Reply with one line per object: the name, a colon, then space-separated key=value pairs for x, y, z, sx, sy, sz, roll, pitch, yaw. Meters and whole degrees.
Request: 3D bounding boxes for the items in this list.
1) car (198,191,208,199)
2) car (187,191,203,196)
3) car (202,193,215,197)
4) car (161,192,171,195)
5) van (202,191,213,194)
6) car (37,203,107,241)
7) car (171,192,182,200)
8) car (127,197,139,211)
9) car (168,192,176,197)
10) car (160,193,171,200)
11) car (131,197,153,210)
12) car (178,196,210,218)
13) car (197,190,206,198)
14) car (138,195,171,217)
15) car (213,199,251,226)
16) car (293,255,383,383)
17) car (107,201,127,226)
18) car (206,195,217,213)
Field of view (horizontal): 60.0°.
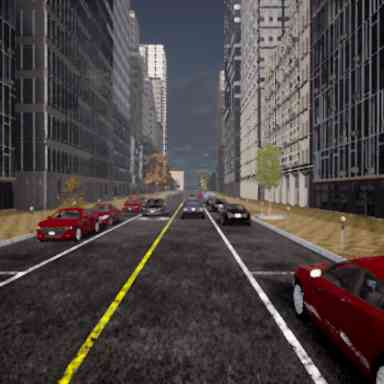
car: x=2.631 y=0.630 z=78.374 sx=2.192 sy=1.841 sz=5.009 roll=0 pitch=1 yaw=0
car: x=0.022 y=1.050 z=45.320 sx=2.033 sy=1.649 sz=4.856 roll=0 pitch=0 yaw=0
car: x=2.657 y=1.197 z=44.224 sx=1.947 sy=1.339 sz=4.313 roll=0 pitch=1 yaw=0
car: x=-5.742 y=0.950 z=66.826 sx=1.752 sy=1.417 sz=4.829 roll=0 pitch=1 yaw=0
van: x=2.653 y=0.921 z=49.916 sx=1.690 sy=1.788 sz=3.998 roll=0 pitch=1 yaw=0
car: x=-5.701 y=1.418 z=15.764 sx=1.887 sy=1.381 sz=4.507 roll=0 pitch=0 yaw=0
car: x=-3.057 y=0.933 z=71.015 sx=1.994 sy=1.385 sz=4.181 roll=0 pitch=1 yaw=0
car: x=-5.715 y=1.274 z=32.842 sx=1.887 sy=1.381 sz=4.507 roll=0 pitch=0 yaw=0
car: x=-5.765 y=0.701 z=95.458 sx=2.008 sy=1.369 sz=4.403 roll=0 pitch=1 yaw=0
car: x=-5.747 y=0.920 z=72.690 sx=2.008 sy=1.369 sz=4.403 roll=0 pitch=1 yaw=0
car: x=-5.720 y=1.246 z=38.534 sx=1.947 sy=1.339 sz=4.313 roll=0 pitch=0 yaw=0
car: x=0.079 y=1.325 z=27.221 sx=2.033 sy=1.411 sz=5.357 roll=0 pitch=1 yaw=0
car: x=2.621 y=0.521 z=89.759 sx=2.192 sy=1.841 sz=5.009 roll=0 pitch=1 yaw=0
car: x=-3.121 y=1.270 z=28.619 sx=1.837 sy=1.490 sz=4.892 roll=0 pitch=0 yaw=0
car: x=2.675 y=1.391 z=21.457 sx=1.947 sy=1.339 sz=4.313 roll=0 pitch=0 yaw=0
car: x=2.689 y=1.510 z=4.380 sx=1.887 sy=1.381 sz=4.507 roll=0 pitch=0 yaw=0
car: x=-5.706 y=1.408 z=21.458 sx=1.802 sy=1.307 sz=4.206 roll=0 pitch=0 yaw=0
car: x=2.666 y=1.295 z=32.841 sx=1.947 sy=1.339 sz=4.313 roll=0 pitch=0 yaw=0
